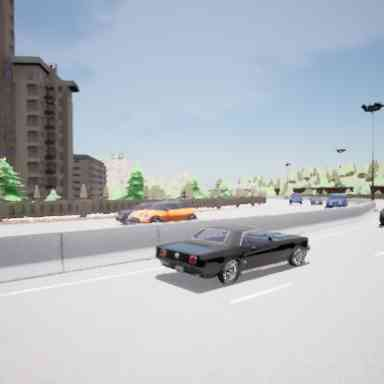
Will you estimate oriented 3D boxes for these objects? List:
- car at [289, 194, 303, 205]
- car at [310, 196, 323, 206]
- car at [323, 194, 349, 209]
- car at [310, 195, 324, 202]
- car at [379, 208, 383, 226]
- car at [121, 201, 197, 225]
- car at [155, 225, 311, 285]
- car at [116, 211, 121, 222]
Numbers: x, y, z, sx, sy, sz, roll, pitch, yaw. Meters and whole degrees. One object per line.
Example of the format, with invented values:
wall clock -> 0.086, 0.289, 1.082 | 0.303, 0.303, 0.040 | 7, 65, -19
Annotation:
car -> 18.792, 1.323, 59.956 | 2.150, 2.045, 5.566 | 0, 0, 18
car -> 21.278, 1.554, 56.652 | 2.128, 1.511, 4.902 | -1, 0, 20
car -> 17.594, 1.221, 40.136 | 2.150, 2.045, 5.566 | 0, 0, 29
car -> 29.424, 1.601, 78.570 | 1.882, 1.535, 5.008 | -1, 0, 6
car -> 13.905, 1.442, 22.218 | 2.128, 1.511, 4.902 | 0, 0, 40
car -> -1.822, 1.373, 21.037 | 4.553, 1.767, 2.097 | 0, 0, -44
car -> 1.397, 1.594, 9.547 | 4.718, 1.301, 1.895 | 0, 0, -40
car -> -3.229, 1.539, 24.510 | 4.892, 1.490, 1.837 | 0, 0, -44
